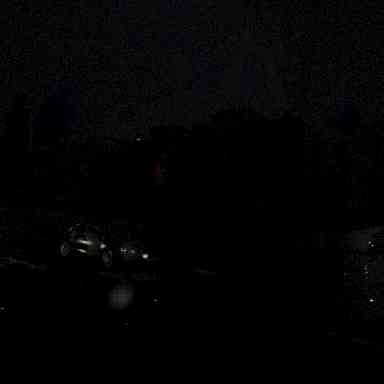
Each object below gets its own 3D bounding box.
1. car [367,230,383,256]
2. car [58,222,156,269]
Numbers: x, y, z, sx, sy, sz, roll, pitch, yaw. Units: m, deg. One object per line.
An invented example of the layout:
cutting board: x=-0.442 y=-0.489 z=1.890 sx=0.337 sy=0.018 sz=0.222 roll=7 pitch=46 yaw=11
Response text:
car: x=12.082 y=3.008 z=19.823 sx=1.882 sy=1.535 sz=5.008 roll=1 pitch=-3 yaw=45
car: x=-3.508 y=2.019 z=13.360 sx=4.892 sy=1.490 sz=1.837 roll=1 pitch=-5 yaw=39
